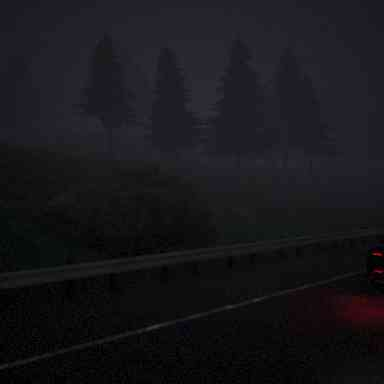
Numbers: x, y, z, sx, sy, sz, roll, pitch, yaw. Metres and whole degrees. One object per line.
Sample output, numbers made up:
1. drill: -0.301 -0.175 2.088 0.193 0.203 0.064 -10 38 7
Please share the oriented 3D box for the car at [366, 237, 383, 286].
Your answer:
1. car: 6.246 1.573 8.389 4.892 1.490 1.837 0 0 -37
